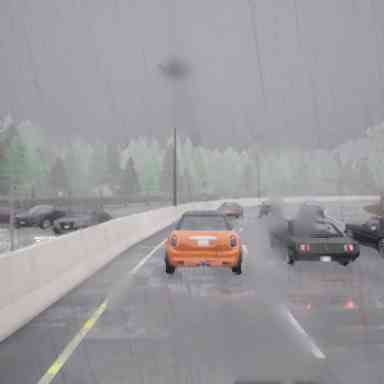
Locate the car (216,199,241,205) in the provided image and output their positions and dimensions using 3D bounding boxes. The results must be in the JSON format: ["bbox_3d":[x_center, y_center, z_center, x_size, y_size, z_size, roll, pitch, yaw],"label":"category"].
[{"bbox_3d":[3.466,1.567,29.642,1.994,1.385,4.181,0,0,14],"label":"car"}]

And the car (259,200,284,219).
[{"bbox_3d":[6.926,1.508,29.123,1.837,1.490,4.892,0,0,14],"label":"car"}]

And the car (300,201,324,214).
[{"bbox_3d":[10.828,1.528,30.060,1.812,1.442,4.674,0,0,16],"label":"car"}]

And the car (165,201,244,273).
[{"bbox_3d":[0.407,1.352,10.837,2.097,1.767,4.553,0,0,3],"label":"car"}]

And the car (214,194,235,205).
[{"bbox_3d":[6.071,1.360,61.991,2.097,1.767,4.553,0,0,32],"label":"car"}]

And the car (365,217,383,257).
[{"bbox_3d":[7.515,1.602,12.626,1.895,1.301,4.718,0,0,5],"label":"car"}]

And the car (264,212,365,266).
[{"bbox_3d":[3.924,1.602,11.596,1.895,1.301,4.718,0,0,4],"label":"car"}]

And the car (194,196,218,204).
[{"bbox_3d":[2.723,1.554,63.242,2.033,1.411,5.357,0,0,32],"label":"car"}]
